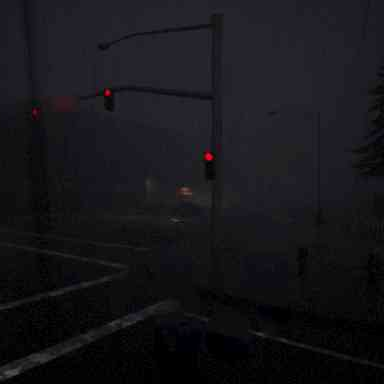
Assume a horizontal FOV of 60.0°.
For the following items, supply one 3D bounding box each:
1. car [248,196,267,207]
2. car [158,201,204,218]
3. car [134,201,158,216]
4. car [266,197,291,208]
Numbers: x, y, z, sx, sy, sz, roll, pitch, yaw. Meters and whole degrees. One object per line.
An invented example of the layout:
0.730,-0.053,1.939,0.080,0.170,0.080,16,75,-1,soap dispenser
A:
10.433,1.349,51.457,2.097,1.767,4.553,0,0,36,car
-0.723,1.562,30.064,1.994,1.385,4.181,0,0,36,car
-3.595,1.562,32.065,1.994,1.385,4.181,0,0,36,car
13.235,1.505,49.359,1.837,1.490,4.892,0,-1,36,car
